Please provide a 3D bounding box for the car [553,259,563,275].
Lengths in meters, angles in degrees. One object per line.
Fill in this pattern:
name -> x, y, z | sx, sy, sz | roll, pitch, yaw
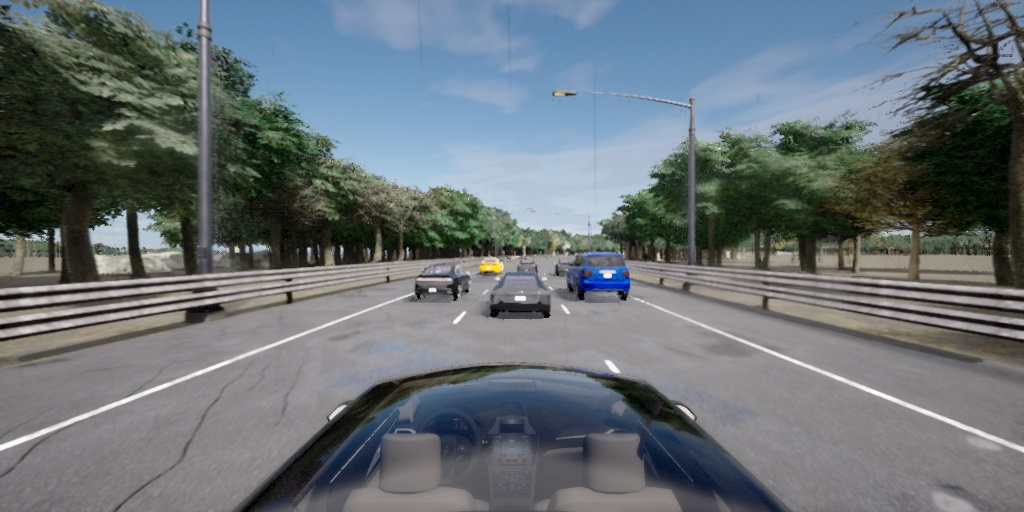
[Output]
car -> 4.985, 1.010, 33.812 | 2.128, 1.511, 4.902 | 0, 0, 5

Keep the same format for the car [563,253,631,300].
car -> 3.949, 0.863, 17.093 | 2.150, 2.045, 5.566 | 0, 0, 2

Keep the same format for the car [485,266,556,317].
car -> 0.308, 1.231, 12.823 | 1.994, 1.385, 4.181 | 0, 0, 2

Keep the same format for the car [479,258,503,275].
car -> -1.943, 0.975, 34.965 | 1.882, 1.535, 5.008 | 0, 0, 5

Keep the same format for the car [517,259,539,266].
car -> 1.475, 1.004, 33.781 | 2.128, 1.511, 4.902 | 0, 0, 5

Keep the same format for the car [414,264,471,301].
car -> -3.062, 1.125, 16.634 | 2.128, 1.511, 4.902 | 0, 0, 2
